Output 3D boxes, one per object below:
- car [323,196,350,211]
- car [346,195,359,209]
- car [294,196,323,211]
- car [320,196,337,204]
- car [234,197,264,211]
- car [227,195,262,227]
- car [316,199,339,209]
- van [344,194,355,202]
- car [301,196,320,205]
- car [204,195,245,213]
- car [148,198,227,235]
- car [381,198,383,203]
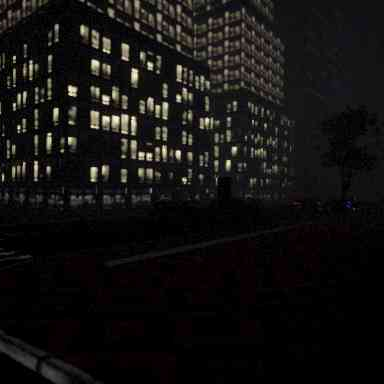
[{"bbox_3d":[18.063,1.634,42.105,1.837,1.490,4.892,1,1,39],"label":"car"},{"bbox_3d":[22.420,1.624,47.583,1.882,1.535,5.008,1,1,39],"label":"car"},{"bbox_3d":[14.628,1.584,42.559,1.837,1.490,4.892,1,1,39],"label":"car"},{"bbox_3d":[27.993,1.617,67.948,2.008,1.369,4.403,1,0,39],"label":"car"},{"bbox_3d":[7.213,1.424,41.862,1.967,1.590,4.097,1,1,39],"label":"car"},{"bbox_3d":[3.000,1.385,23.901,2.192,1.841,5.009,1,1,39],"label":"car"},{"bbox_3d":[20.380,1.702,49.862,1.895,1.301,4.718,1,1,39],"label":"car"},{"bbox_3d":[38.387,1.450,80.990,1.690,1.788,3.998,1,0,39],"label":"van"},{"bbox_3d":[21.068,1.478,59.253,1.967,1.590,4.097,1,0,39],"label":"car"},{"bbox_3d":[3.751,1.286,37.513,2.192,1.841,5.009,1,1,39],"label":"car"},{"bbox_3d":[-0.387,1.374,19.494,2.192,1.841,5.009,1,1,39],"label":"car"},{"bbox_3d":[44.547,1.783,76.082,2.008,1.369,4.403,1,0,39],"label":"car"}]
